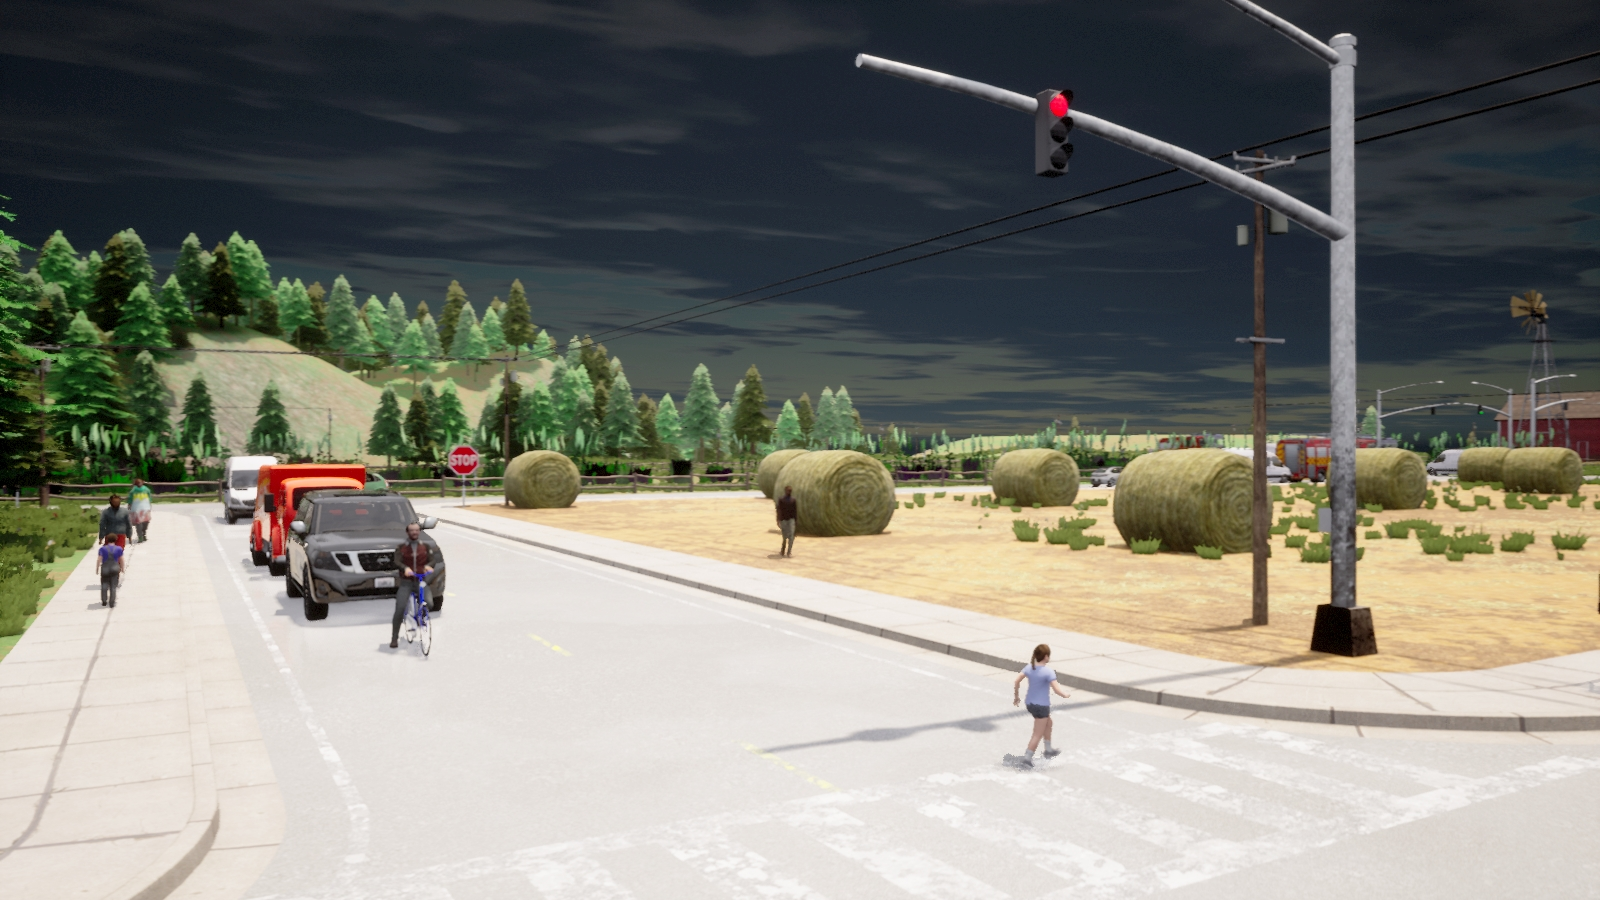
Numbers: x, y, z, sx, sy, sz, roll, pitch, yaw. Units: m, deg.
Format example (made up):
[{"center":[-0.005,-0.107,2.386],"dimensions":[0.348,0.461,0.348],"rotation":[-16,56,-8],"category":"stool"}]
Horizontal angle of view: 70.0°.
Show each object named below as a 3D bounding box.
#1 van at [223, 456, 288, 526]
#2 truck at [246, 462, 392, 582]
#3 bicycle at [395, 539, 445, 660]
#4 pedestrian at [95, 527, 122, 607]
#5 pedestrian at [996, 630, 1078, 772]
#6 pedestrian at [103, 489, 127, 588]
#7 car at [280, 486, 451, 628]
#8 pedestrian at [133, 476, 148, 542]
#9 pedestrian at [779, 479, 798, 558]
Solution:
[{"center":[-21.653,1.525,45.293],"dimensions":[1.988,2.561,5.915],"rotation":[0,0,-29],"category":"van"},{"center":[-11.548,1.554,27.180],"dimensions":[2.627,2.467,5.204],"rotation":[0,0,-29],"category":"truck"},{"center":[-5.353,2.048,16.031],"dimensions":[0.329,1.471,1.835],"rotation":[0,0,-29],"category":"bicycle"},{"center":[-11.711,1.975,19.363],"dimensions":[0.375,1.300,0.375],"rotation":[0,0,-30],"category":"pedestrian"},{"center":[2.094,2.201,10.105],"dimensions":[0.500,1.100,0.500],"rotation":[0,0,-29],"category":"pedestrian"},{"center":[-13.184,1.696,21.993],"dimensions":[0.375,1.860,0.375],"rotation":[0,0,-30],"category":"pedestrian"},{"center":[-8.079,1.768,20.863],"dimensions":[2.150,2.045,5.566],"rotation":[0,0,-29],"category":"car"},{"center":[-19.035,1.696,32.982],"dimensions":[0.375,1.860,0.375],"rotation":[0,0,-29],"category":"pedestrian"},{"center":[-0.282,1.638,27.522],"dimensions":[0.375,1.860,0.375],"rotation":[0,0,-15],"category":"pedestrian"}]
